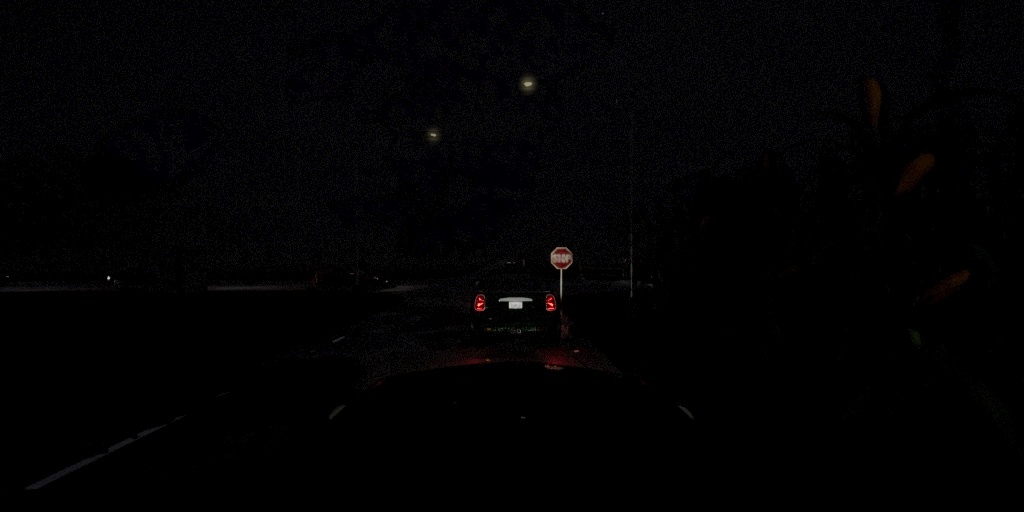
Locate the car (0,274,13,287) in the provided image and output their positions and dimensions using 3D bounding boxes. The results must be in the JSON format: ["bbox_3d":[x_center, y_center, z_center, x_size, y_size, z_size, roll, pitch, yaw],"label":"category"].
[{"bbox_3d":[-35.713,1.475,23.167,4.718,1.301,1.895,0,2,0],"label":"car"}]

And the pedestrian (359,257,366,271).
[{"bbox_3d":[-12.252,0.984,29.271,0.375,1.860,0.375,0,2,0],"label":"pedestrian"}]

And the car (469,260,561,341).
[{"bbox_3d":[0.026,1.098,10.000,2.097,1.767,4.553,0,0,-1],"label":"car"}]

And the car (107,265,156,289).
[{"bbox_3d":[-23.084,1.311,23.227,4.902,1.511,2.128,0,2,-1],"label":"car"}]

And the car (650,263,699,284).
[{"bbox_3d":[12.631,1.251,26.409,4.674,1.442,1.812,0,2,0],"label":"car"}]

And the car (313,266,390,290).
[{"bbox_3d":[-10.237,1.342,22.905,4.674,1.442,1.812,0,1,6],"label":"car"}]
